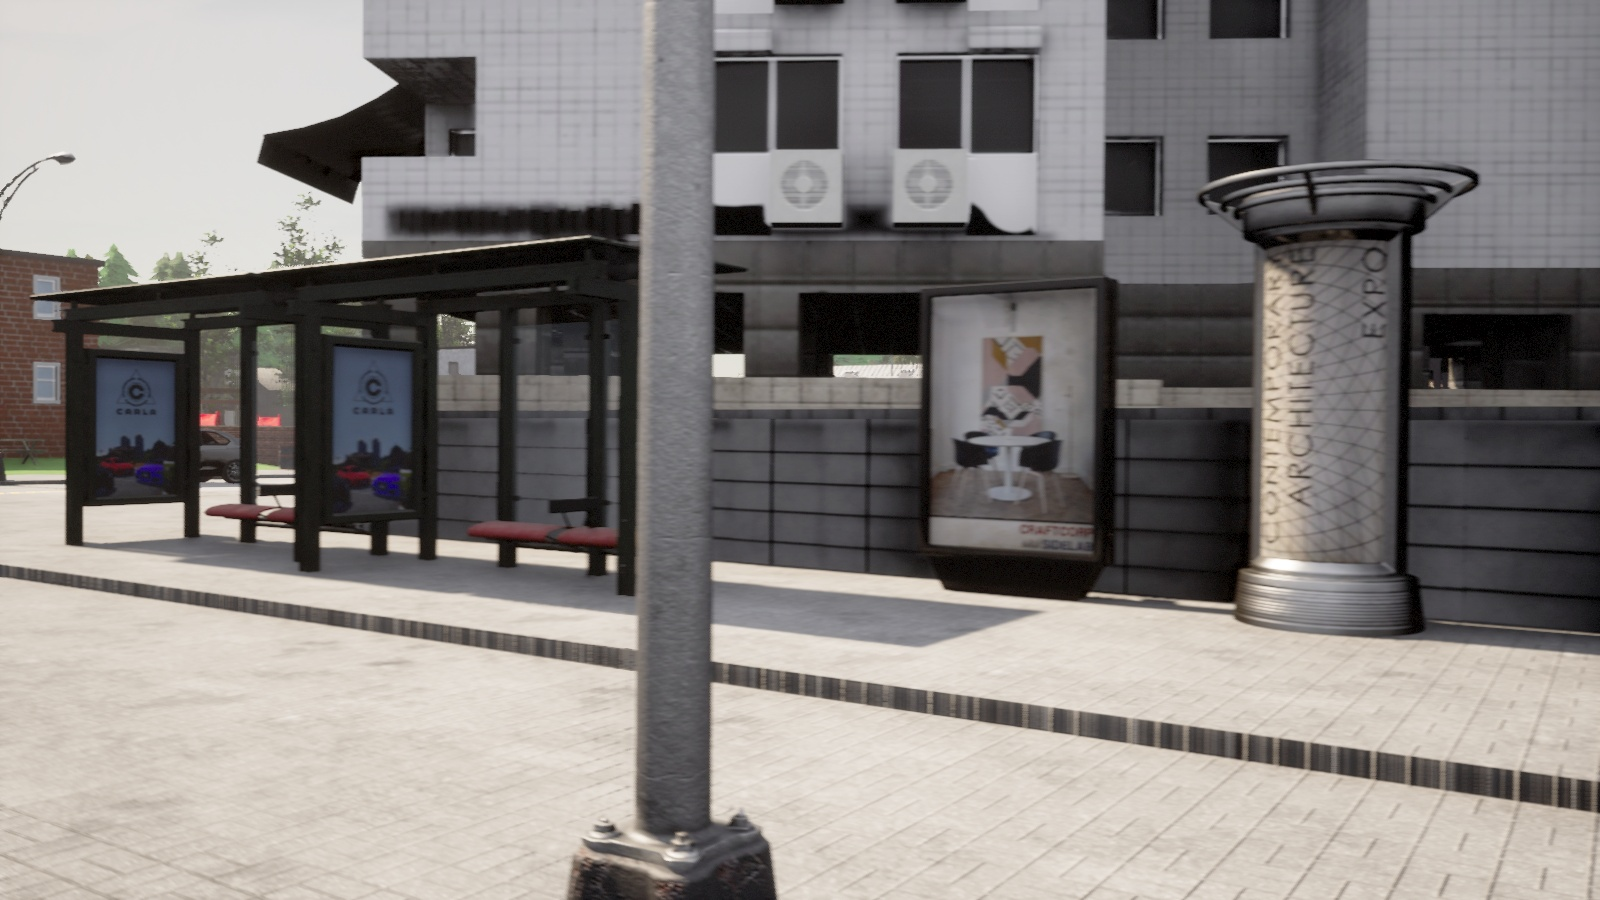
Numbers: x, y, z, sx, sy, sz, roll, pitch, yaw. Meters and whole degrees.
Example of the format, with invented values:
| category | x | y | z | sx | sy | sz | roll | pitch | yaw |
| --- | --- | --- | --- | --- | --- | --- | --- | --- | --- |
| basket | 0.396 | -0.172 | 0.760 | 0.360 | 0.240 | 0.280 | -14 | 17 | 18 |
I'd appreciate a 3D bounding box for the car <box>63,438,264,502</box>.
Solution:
| category | x | y | z | sx | sy | sz | roll | pitch | yaw |
| --- | --- | --- | --- | --- | --- | --- | --- | --- | --- |
| car | -16.134 | 0.454 | 32.015 | 1.816 | 1.474 | 4.193 | 0 | 1 | 34 |
